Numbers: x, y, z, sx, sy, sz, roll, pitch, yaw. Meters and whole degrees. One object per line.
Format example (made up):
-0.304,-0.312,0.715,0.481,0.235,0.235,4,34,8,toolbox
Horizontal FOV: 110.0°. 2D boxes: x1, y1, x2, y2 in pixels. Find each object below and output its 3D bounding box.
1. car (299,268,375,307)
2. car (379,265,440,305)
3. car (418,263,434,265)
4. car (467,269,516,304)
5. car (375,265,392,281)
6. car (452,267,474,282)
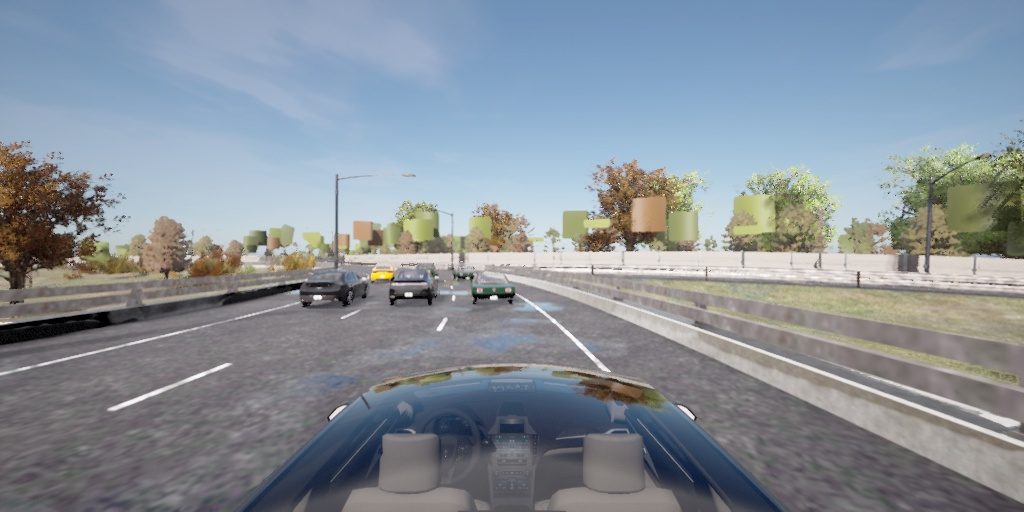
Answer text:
-8.036,1.401,16.589,1.837,1.490,4.892,0,0,-8,car
-4.566,1.389,17.050,2.128,1.511,4.902,0,0,-8,car
-7.787,1.391,32.232,2.097,1.767,4.553,0,-1,-16,car
-1.066,1.499,17.334,1.895,1.301,4.718,0,-1,-8,car
-11.270,1.515,31.645,1.882,1.535,5.008,0,0,-17,car
-4.426,1.650,33.216,1.895,1.301,4.718,0,-1,-16,car
